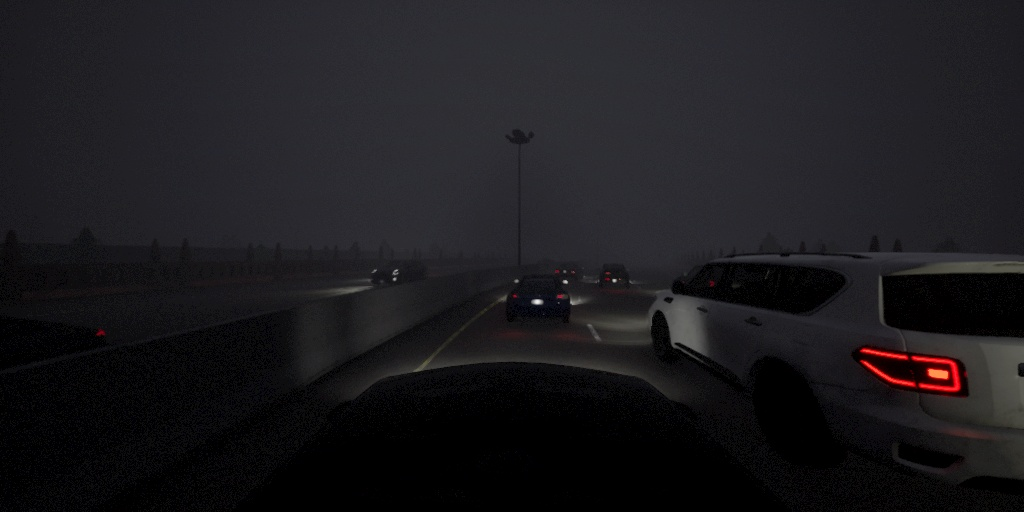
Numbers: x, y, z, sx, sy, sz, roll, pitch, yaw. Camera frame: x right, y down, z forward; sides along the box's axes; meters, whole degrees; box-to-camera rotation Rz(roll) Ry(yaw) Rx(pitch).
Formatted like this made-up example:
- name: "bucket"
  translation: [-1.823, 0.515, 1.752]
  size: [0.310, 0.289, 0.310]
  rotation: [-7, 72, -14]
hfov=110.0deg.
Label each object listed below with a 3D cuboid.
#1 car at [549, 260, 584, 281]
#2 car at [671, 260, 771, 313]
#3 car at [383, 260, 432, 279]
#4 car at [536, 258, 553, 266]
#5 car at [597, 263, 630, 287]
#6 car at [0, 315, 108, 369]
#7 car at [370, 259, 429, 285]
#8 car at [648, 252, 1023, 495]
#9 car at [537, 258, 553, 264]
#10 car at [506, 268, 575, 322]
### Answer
- name: "car"
  translation: [4.821, 1.255, 29.834]
  size: [2.033, 1.411, 5.357]
  rotation: [0, 0, 18]
- name: "car"
  translation: [8.423, 1.108, 15.053]
  size: [2.097, 1.767, 4.553]
  rotation: [0, 0, 9]
- name: "car"
  translation: [-9.245, 1.146, 32.249]
  size: [1.837, 1.490, 4.892]
  rotation: [0, 0, 17]
- name: "car"
  translation: [5.897, 1.035, 64.614]
  size: [1.895, 1.301, 4.718]
  rotation: [0, 0, 20]
- name: "car"
  translation: [6.825, 1.233, 24.133]
  size: [1.837, 1.490, 4.892]
  rotation: [0, 0, 14]
- name: "car"
  translation: [-6.912, 1.280, 3.520]
  size: [1.994, 1.385, 4.181]
  rotation: [0, 0, 2]
- name: "car"
  translation: [-7.644, 1.018, 24.601]
  size: [2.097, 1.767, 4.553]
  rotation: [0, 0, 14]
- name: "car"
  translation: [3.775, 0.980, 5.008]
  size: [2.150, 2.045, 5.566]
  rotation: [0, 0, 3]
- name: "car"
  translation: [5.148, 1.166, 52.195]
  size: [1.837, 1.490, 4.892]
  rotation: [0, 0, 20]
- name: "car"
  translation: [0.964, 1.294, 12.323]
  size: [1.994, 1.385, 4.181]
  rotation: [0, 0, 7]
